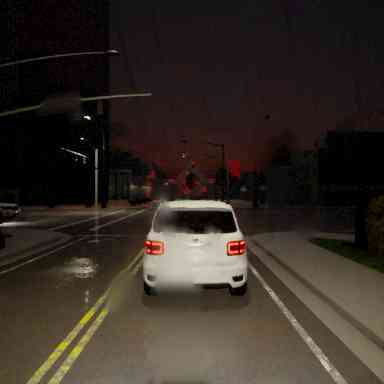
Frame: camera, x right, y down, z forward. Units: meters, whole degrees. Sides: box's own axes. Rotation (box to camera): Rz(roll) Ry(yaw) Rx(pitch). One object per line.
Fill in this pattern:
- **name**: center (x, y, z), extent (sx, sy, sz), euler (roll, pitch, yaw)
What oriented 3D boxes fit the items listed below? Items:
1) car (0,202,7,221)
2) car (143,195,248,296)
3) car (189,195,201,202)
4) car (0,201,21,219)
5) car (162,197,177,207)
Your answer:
- **car**: center (-16.219, 1.667, 24.062), extent (4.181, 1.385, 1.994), euler (-1, 0, 0)
- **car**: center (0.080, 1.221, 8.818), extent (2.150, 2.045, 5.566), euler (0, 0, 0)
- **car**: center (0.839, 1.465, 78.688), extent (1.882, 1.535, 5.008), euler (0, 0, 12)
- **car**: center (-17.298, 1.339, 27.558), extent (5.566, 2.045, 2.150), euler (-1, 0, 0)
- **car**: center (-3.530, 1.564, 52.961), extent (1.994, 1.385, 4.181), euler (0, 0, 0)
